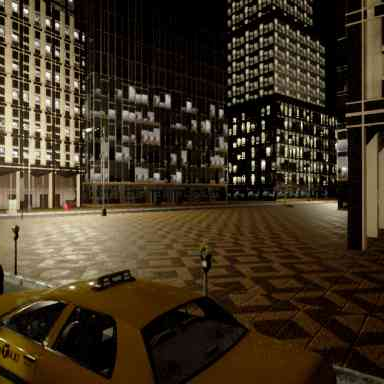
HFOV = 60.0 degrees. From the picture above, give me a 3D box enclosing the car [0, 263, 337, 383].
[{"bbox_3d":[-1.017,1.525,3.599,4.829,1.417,1.752,0,0,35],"label":"car"}]
